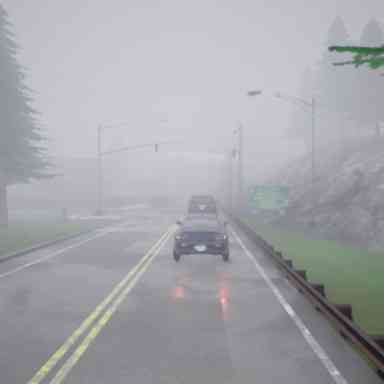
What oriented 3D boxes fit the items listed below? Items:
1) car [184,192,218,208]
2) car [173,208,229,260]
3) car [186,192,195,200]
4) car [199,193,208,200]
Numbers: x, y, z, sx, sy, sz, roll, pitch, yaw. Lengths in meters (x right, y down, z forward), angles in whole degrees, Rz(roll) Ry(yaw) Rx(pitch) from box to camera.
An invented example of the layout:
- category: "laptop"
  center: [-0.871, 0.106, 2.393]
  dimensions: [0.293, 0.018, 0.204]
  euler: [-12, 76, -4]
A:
- category: "car"
  center: [0.819, 1.200, 25.491]
  dimensions: [2.150, 2.045, 5.566]
  euler: [0, 0, 2]
- category: "car"
  center: [0.366, 1.517, 12.256]
  dimensions: [1.812, 1.442, 4.674]
  euler: [0, 0, 3]
- category: "car"
  center: [-0.376, 1.123, 90.050]
  dimensions: [2.150, 2.045, 5.566]
  euler: [0, 0, 2]
- category: "car"
  center: [2.780, 1.100, 80.429]
  dimensions: [2.097, 1.767, 4.553]
  euler: [0, 0, 2]
